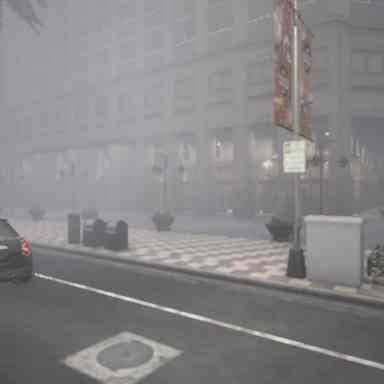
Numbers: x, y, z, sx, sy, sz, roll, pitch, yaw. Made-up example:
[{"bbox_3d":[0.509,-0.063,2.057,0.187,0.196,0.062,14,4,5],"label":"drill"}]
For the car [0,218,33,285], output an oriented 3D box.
[{"bbox_3d":[-5.983,1.348,8.259,4.553,1.767,2.097,0,0,36],"label":"car"}]
